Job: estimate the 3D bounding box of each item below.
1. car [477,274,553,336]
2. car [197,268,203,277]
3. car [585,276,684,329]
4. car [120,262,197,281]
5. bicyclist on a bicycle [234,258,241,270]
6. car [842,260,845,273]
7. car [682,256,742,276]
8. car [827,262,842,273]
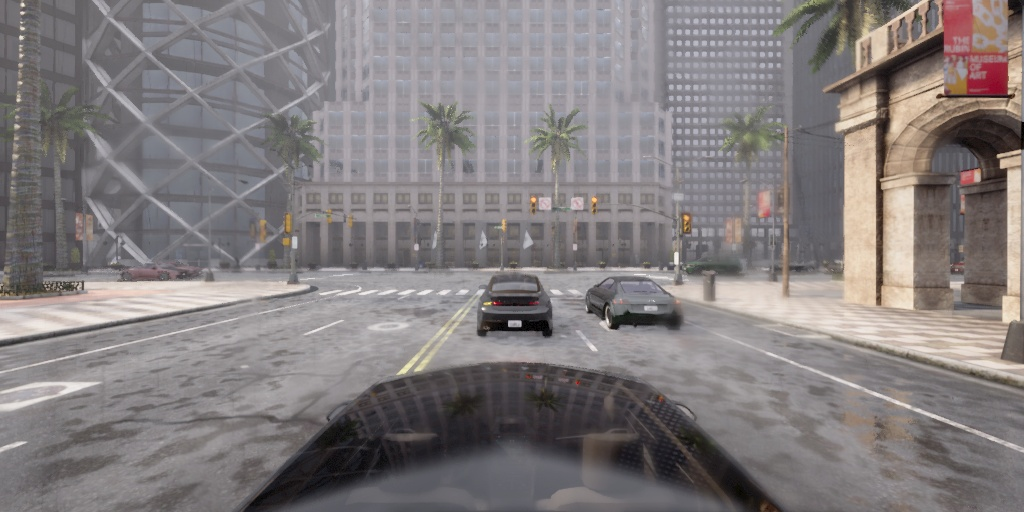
[{"bbox_3d":[0.076,1.255,10.349,1.837,1.490,4.892,0,0,0],"label":"car"},{"bbox_3d":[-30.938,1.275,32.536,4.674,1.442,1.812,0,0,-10],"label":"car"},{"bbox_3d":[3.580,1.314,11.216,1.994,1.385,4.181,0,0,0],"label":"car"},{"bbox_3d":[-28.939,1.313,29.253,4.181,1.385,1.994,0,0,-7],"label":"car"},{"bbox_3d":[-35.756,1.049,46.654,0.582,1.620,1.656,0,0,-12],"label":"bicyclist on a bicycle"},{"bbox_3d":[37.281,1.275,36.785,4.674,1.442,1.812,0,0,0],"label":"car"},{"bbox_3d":[20.530,0.970,36.840,5.566,2.045,2.150,0,0,0],"label":"car"},{"bbox_3d":[38.274,1.101,40.278,4.553,1.767,2.097,0,0,0],"label":"car"}]
